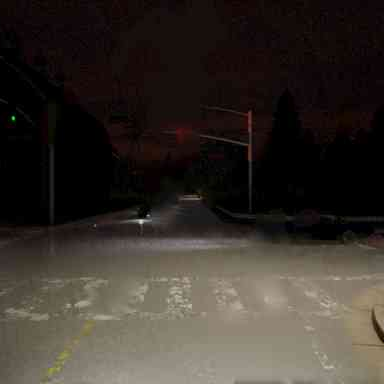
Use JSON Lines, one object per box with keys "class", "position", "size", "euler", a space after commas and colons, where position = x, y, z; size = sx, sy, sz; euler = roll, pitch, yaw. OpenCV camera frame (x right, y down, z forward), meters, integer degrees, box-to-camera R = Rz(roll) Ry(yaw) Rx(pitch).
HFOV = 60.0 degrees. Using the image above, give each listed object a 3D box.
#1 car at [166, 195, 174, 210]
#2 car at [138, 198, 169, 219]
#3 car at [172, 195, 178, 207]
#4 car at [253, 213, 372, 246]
{"class": "car", "position": [-3.533, 1.505, 39.677], "size": [1.837, 1.490, 4.892], "euler": [0, 0, 0]}
{"class": "car", "position": [-3.550, 1.547, 29.836], "size": [2.033, 1.411, 5.357], "euler": [0, 0, 0]}
{"class": "car", "position": [-3.506, 1.526, 49.956], "size": [1.812, 1.442, 4.674], "euler": [0, 0, 0]}
{"class": "car", "position": [5.127, 1.579, 14.612], "size": [4.718, 1.301, 1.895], "euler": [0, 0, -4]}
